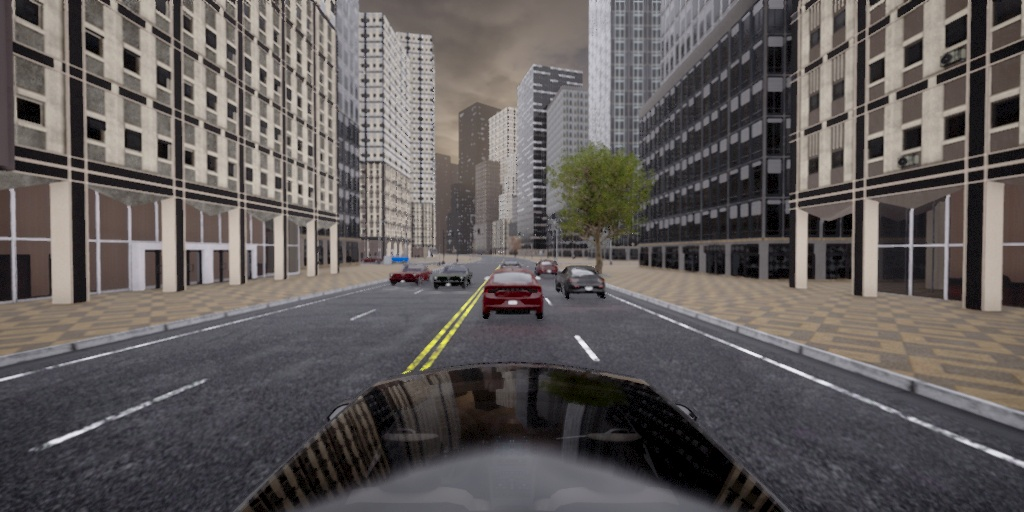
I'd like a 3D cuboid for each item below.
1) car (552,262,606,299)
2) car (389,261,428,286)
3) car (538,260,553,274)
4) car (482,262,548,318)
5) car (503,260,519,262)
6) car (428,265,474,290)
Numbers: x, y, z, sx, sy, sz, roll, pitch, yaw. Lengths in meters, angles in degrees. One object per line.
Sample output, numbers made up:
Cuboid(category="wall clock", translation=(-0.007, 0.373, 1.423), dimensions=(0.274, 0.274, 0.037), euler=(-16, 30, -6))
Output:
Cuboid(category="car", translation=(3.249, 1.195, 17.519), dimensions=(1.812, 1.442, 4.674), euler=(0, 0, 0))
Cuboid(category="car", translation=(-6.742, 1.236, 24.288), dimensions=(1.895, 1.301, 4.718), euler=(0, 0, 0))
Cuboid(category="car", translation=(3.151, 1.109, 32.852), dimensions=(1.812, 1.442, 4.674), euler=(0, 0, 0))
Cuboid(category="car", translation=(0.018, 1.172, 12.804), dimensions=(1.882, 1.535, 5.008), euler=(0, 1, 0))
Cuboid(category="car", translation=(-0.095, 1.081, 31.881), dimensions=(2.128, 1.511, 4.902), euler=(0, 0, 0))
Cuboid(category="car", translation=(-3.475, 1.249, 21.716), dimensions=(1.895, 1.301, 4.718), euler=(0, 0, 0))
